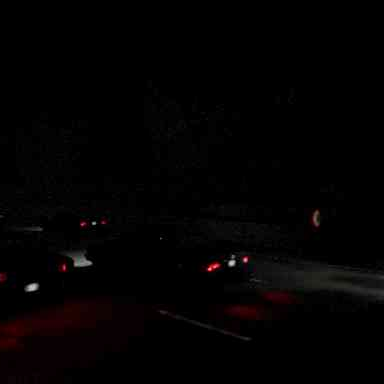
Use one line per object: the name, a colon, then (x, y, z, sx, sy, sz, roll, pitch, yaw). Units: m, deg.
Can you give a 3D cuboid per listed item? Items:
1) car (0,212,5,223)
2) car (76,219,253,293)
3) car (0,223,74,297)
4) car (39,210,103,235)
car: (-13.376, 1.637, 20.920, 4.902, 1.511, 2.128, 0, -1, 43)
car: (-0.930, 1.715, 9.455, 5.357, 1.411, 2.033, 0, -1, 42)
car: (-4.984, 1.713, 8.457, 4.718, 1.301, 1.895, 0, -1, 42)
car: (-7.228, 1.772, 19.999, 5.357, 1.411, 2.033, 0, -1, 43)
